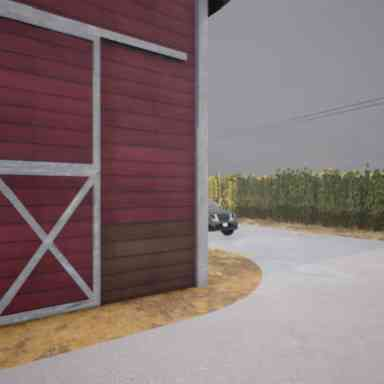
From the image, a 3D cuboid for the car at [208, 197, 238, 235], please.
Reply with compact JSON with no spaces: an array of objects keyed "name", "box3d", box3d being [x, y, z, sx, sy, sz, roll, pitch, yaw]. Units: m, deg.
[{"name":"car","box3d":[0.110,1.208,18.187,2.150,2.045,5.566,0,0,-32]}]
